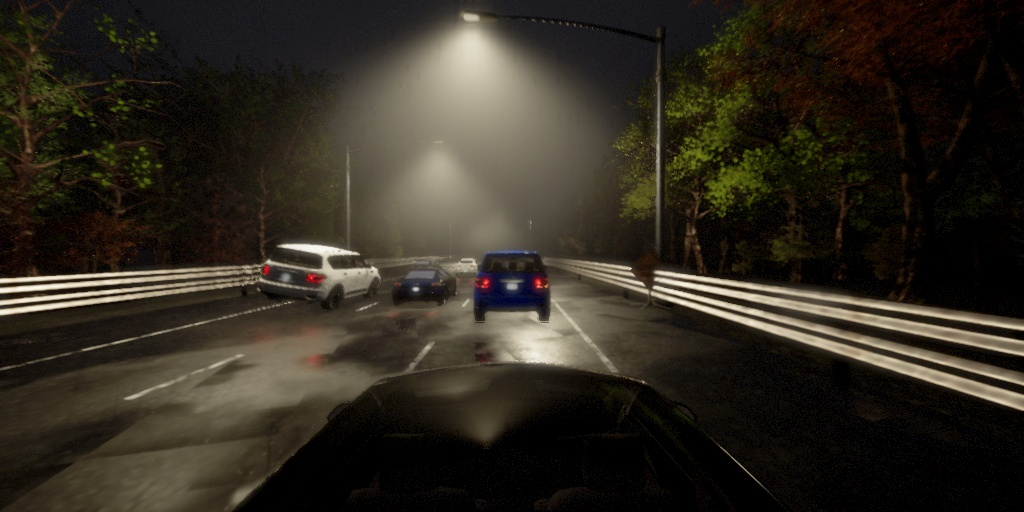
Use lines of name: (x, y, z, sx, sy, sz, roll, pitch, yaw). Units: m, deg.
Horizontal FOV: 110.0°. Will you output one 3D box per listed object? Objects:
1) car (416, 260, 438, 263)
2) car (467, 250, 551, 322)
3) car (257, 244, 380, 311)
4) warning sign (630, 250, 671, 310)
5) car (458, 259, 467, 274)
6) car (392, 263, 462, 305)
car: (-7.217, 0.987, 30.184, 1.994, 1.385, 4.181, 0, 1, -1)
car: (0.007, 0.847, 11.833, 2.150, 2.045, 5.566, 0, 0, 0)
car: (-6.908, 0.688, 13.654, 2.150, 2.045, 5.566, 10, 1, 0)
warning sign: (4.512, 0.742, 11.738, 1.300, 1.860, 1.060, 0, 0, 0)
car: (-3.726, 0.942, 30.771, 1.812, 1.442, 4.674, 0, 1, -1)
car: (-3.502, 1.153, 15.047, 1.994, 1.385, 4.181, 0, 1, 0)
